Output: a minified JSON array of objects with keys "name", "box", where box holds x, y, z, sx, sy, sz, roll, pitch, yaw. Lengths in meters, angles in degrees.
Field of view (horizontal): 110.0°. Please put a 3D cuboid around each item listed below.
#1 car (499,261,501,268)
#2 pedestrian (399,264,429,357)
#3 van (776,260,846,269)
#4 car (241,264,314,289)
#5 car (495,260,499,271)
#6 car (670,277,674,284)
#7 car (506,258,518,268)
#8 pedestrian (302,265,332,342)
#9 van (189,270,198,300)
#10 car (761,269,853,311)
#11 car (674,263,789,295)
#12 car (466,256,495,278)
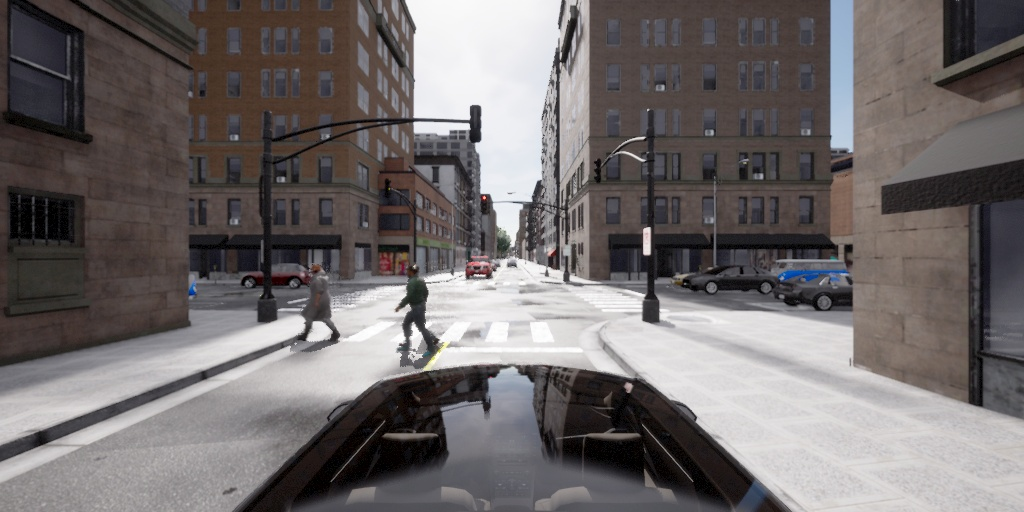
[{"name":"car","box":[-3.061,1.401,63.418,1.994,1.385,4.181,0,0,0]},{"name":"pedestrian","box":[-1.930,1.055,7.085,0.375,1.860,0.375,0,0,0]},{"name":"van","box":[18.259,1.121,22.182,3.998,1.789,1.690,0,0,1]},{"name":"car","box":[-14.604,1.214,22.520,4.097,1.591,1.967,0,0,1]},{"name":"car","box":[-3.093,1.348,47.791,1.812,1.442,4.674,0,0,0]},{"name":"car","box":[12.420,1.305,22.242,4.829,1.417,1.751,0,0,1]},{"name":"car","box":[-0.006,1.384,63.997,2.033,1.411,5.357,0,0,0]},{"name":"pedestrian","box":[-4.555,1.057,8.394,0.375,1.860,0.375,0,0,0]},{"name":"van","box":[-14.674,1.114,13.995,3.998,1.789,1.690,0,0,1]},{"name":"car","box":[12.521,1.329,13.715,4.403,1.370,2.007,0,0,1]},{"name":"car","box":[11.927,1.284,19.691,4.892,1.490,1.837,0,0,-1]},{"name":"car","box":[-3.100,1.027,34.457,2.150,2.045,5.566,0,0,0]}]
